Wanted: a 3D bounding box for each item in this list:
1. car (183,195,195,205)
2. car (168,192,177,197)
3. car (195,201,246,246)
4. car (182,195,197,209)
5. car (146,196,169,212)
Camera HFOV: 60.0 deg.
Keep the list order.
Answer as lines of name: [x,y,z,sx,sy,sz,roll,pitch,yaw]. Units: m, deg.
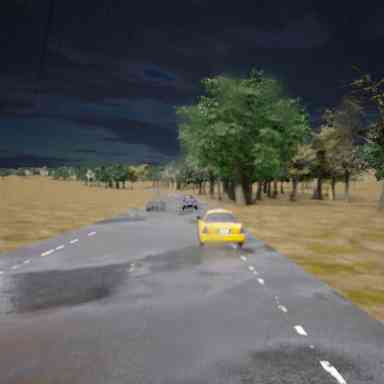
car: [-0.510,1.287,54.023,1.812,1.442,4.674,0,0,-1]
car: [-4.540,0.723,76.798,1.882,1.535,5.008,0,0,-1]
car: [1.180,1.423,14.900,1.801,1.575,5.366,0,0,0]
car: [-0.249,1.393,41.621,2.033,1.411,5.357,0,0,-1]
car: [-3.837,1.443,36.097,1.994,1.385,4.181,0,0,-1]
